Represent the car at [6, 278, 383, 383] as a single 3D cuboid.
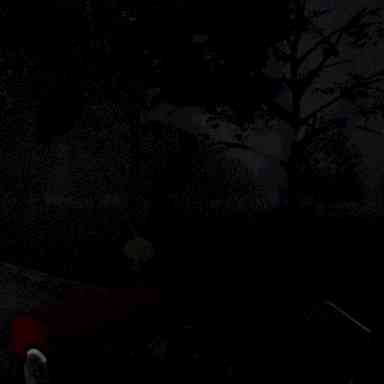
[{"bbox_3d":[0.163,1.603,3.285,4.718,1.301,1.895,0,0,36],"label":"car"}]
